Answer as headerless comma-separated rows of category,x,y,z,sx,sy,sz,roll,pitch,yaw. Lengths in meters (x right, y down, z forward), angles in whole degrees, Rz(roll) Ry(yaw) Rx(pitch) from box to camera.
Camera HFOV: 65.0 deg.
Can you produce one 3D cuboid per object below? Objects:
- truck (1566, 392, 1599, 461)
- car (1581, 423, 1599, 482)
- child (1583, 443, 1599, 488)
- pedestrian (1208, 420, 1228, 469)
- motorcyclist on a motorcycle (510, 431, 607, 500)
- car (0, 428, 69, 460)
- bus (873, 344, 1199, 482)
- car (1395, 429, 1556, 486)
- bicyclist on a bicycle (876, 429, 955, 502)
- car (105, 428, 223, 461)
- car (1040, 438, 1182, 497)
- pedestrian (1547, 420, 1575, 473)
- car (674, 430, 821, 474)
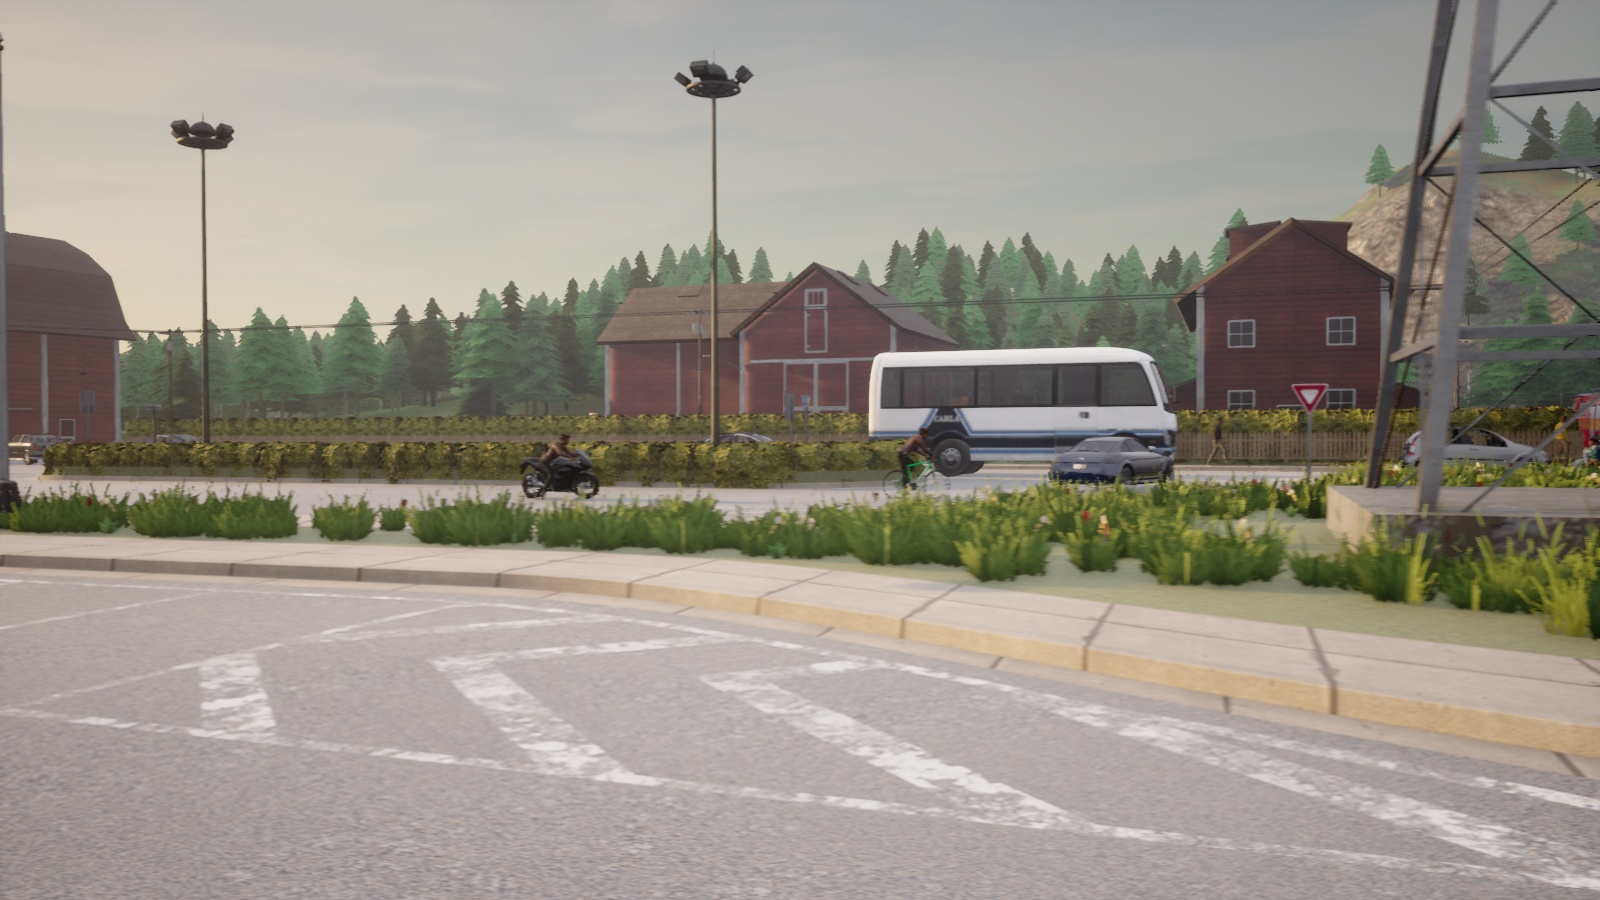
truck,46.689,-1.326,72.116,2.891,3.827,8.468,1,1,20
car,27.466,0.077,40.296,3.866,1.878,1.905,0,1,-15
child,21.148,0.404,33.414,0.448,1.192,0.343,0,1,15
pedestrian,15.776,-0.218,47.413,0.703,1.840,0.431,0,1,18
motorcyclist on a motorcycle,-5.497,0.334,28.637,2.044,1.523,0.797,0,1,18
car,-38.447,-0.331,62.828,3.705,1.549,1.789,1,1,34
bus,7.935,-1.194,42.177,10.273,4.253,3.944,0,1,19
car,20.291,0.192,37.881,3.988,1.617,1.851,0,1,18
bicyclist on a bicycle,2.597,0.339,28.246,1.656,1.620,0.582,0,1,-14
car,-29.949,-0.265,59.177,4.902,1.511,2.128,0,1,19
car,8.078,0.403,32.405,1.994,1.385,4.181,1,1,38
pedestrian,26.376,-0.119,43.520,0.726,1.835,0.370,0,1,1
car,-1.892,0.050,45.639,4.902,1.511,2.128,1,1,19
